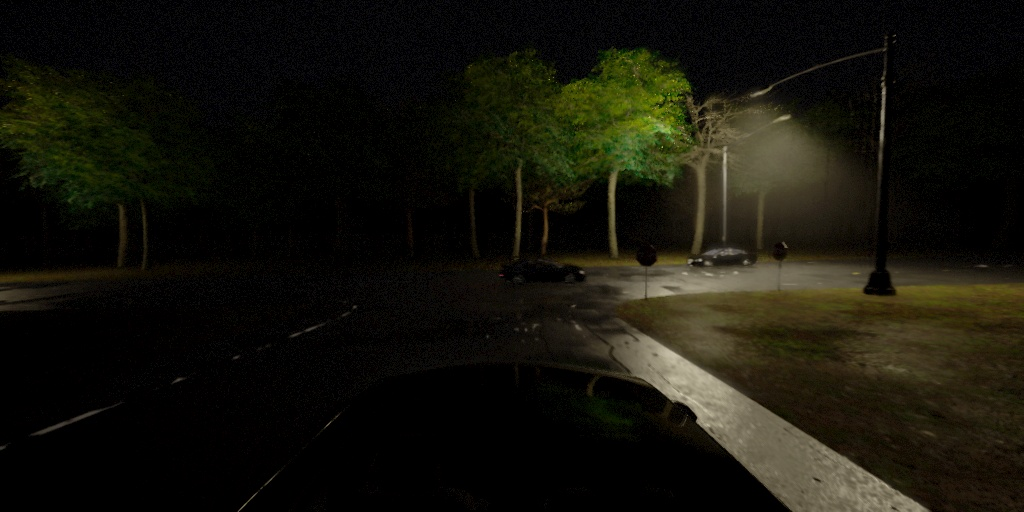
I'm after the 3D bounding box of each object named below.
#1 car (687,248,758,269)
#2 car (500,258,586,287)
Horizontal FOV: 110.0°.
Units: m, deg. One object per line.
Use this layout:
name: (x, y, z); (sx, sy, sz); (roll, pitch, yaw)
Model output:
car: (16.126, 0.176, 27.604); (4.902, 1.511, 2.128); (-3, 4, 0)
car: (1.755, 0.885, 20.602); (4.902, 1.511, 2.128); (-1, 3, 0)
